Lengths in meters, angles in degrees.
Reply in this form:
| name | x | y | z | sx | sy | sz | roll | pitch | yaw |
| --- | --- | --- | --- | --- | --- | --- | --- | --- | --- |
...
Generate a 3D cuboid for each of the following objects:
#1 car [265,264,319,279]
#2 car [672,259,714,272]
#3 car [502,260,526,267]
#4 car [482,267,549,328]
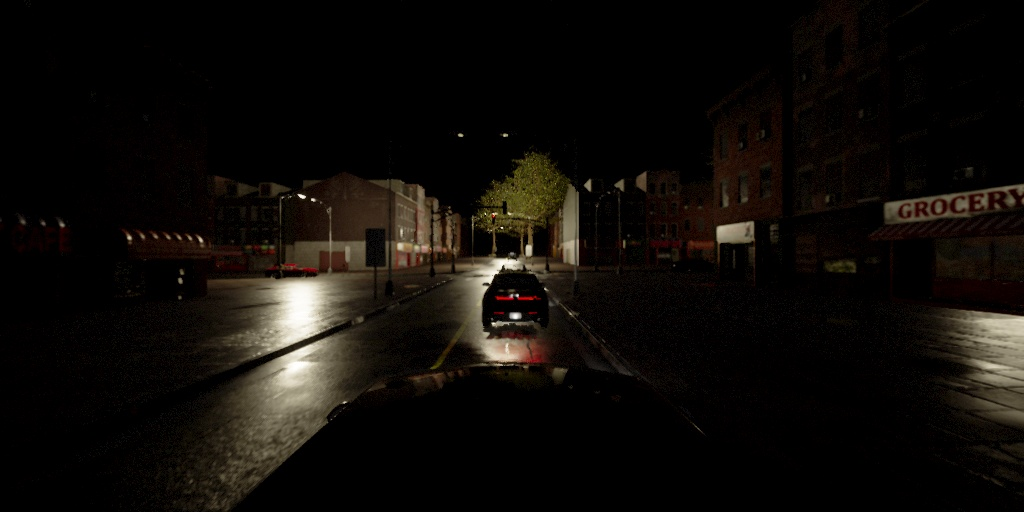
| name | x | y | z | sx | sy | sz | roll | pitch | yaw |
| --- | --- | --- | --- | --- | --- | --- | --- | --- | --- |
| car | -20.358 | 1.438 | 33.342 | 4.507 | 1.381 | 1.888 | 0 | 0 | 0 |
| car | 17.224 | 0.900 | 33.470 | 4.313 | 1.339 | 1.948 | 0 | 0 | 0 |
| car | 0.105 | 1.183 | 20.838 | 2.128 | 1.511 | 4.902 | 0 | 0 | 0 |
| car | 0.093 | 1.255 | 11.429 | 1.837 | 1.490 | 4.892 | 0 | 0 | 0 |
